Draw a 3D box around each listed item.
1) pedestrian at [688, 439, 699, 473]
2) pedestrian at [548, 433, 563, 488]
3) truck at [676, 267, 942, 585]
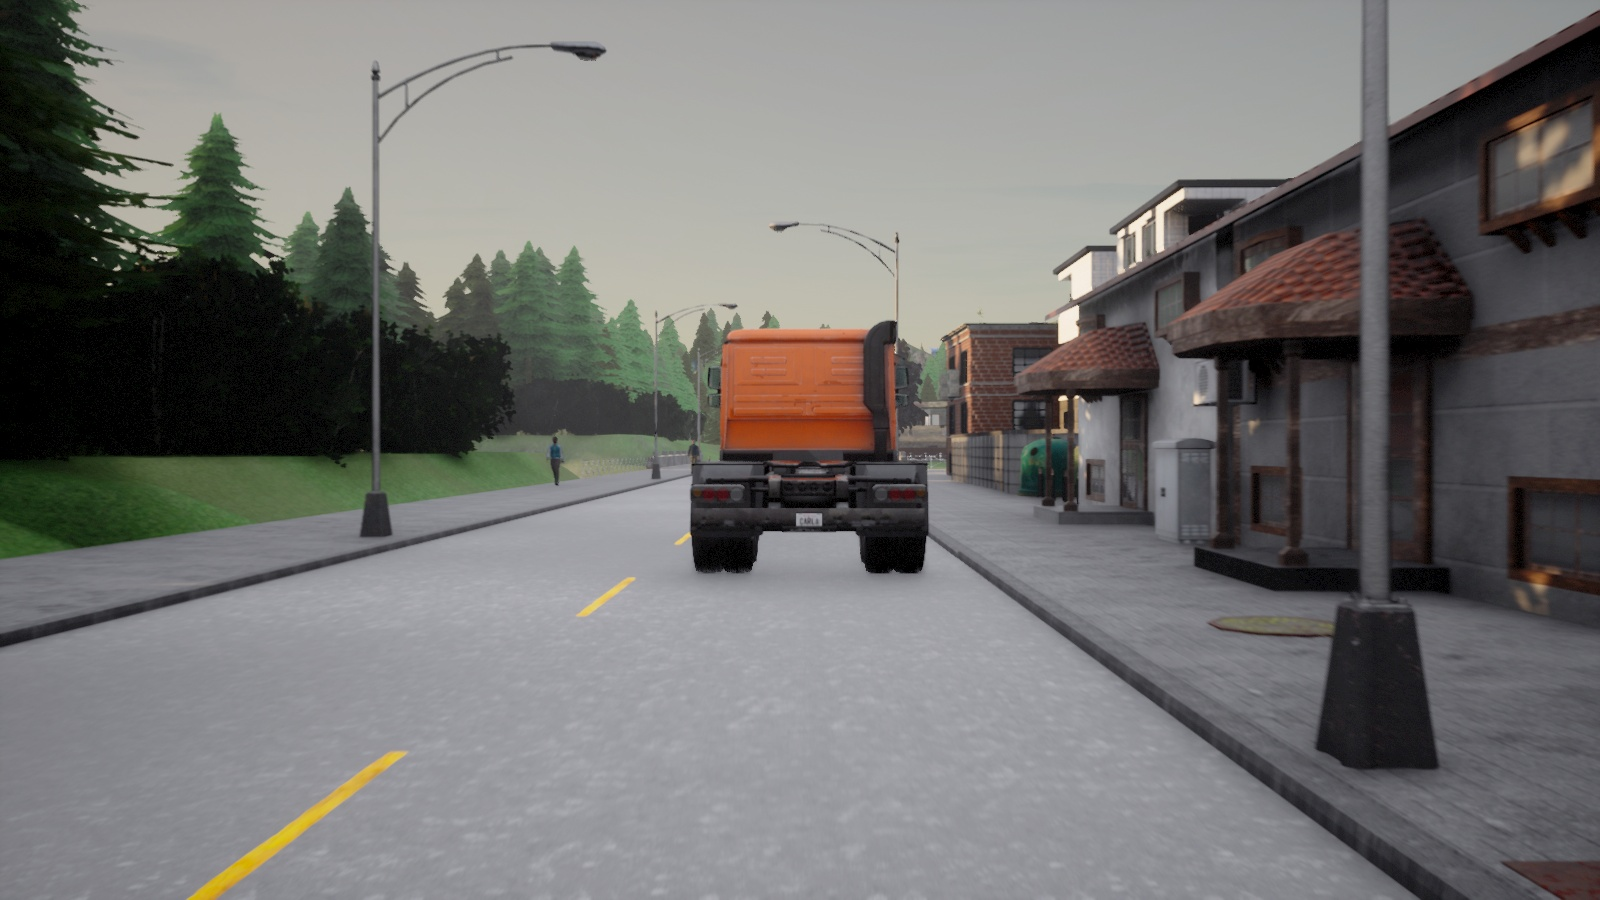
[{"bbox_3d":[-5.674,0.313,66.801,0.402,1.842,0.726,0,0,9],"label":"pedestrian"},{"bbox_3d":[-8.676,0.356,44.562,0.396,1.930,0.692,0,0,0],"label":"pedestrian"},{"bbox_3d":[0.118,-0.271,17.651,2.891,3.462,7.936,0,0,0],"label":"truck"}]
